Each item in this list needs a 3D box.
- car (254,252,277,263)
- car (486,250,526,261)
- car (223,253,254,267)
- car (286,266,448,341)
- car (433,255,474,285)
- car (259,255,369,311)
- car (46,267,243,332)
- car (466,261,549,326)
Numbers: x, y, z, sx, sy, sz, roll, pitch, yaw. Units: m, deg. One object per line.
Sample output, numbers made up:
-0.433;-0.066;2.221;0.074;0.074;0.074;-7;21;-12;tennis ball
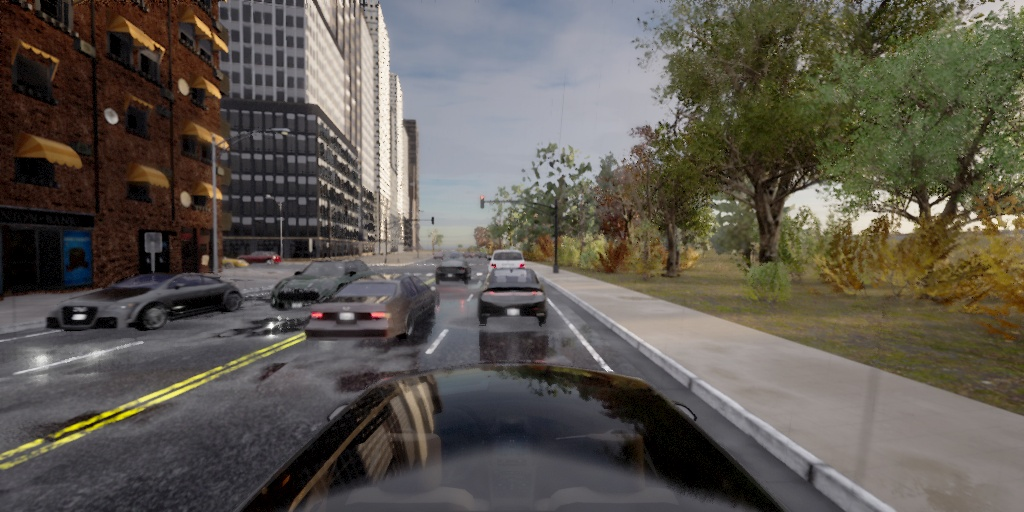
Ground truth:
-28.675;0.197;40.606;4.097;1.591;1.967;0;0;-11;car
-0.315;0.642;22.111;2.150;2.045;5.566;0;1;-2;car
-26.650;0.462;32.293;4.829;1.417;1.751;0;0;-11;car
-3.225;1.174;9.441;2.033;1.411;5.357;0;1;-1;car
-3.588;0.892;22.554;1.882;1.535;5.008;0;1;-3;car
-6.741;0.916;13.394;2.097;1.767;4.553;0;1;-1;car
-9.935;1.182;10.197;1.994;1.385;4.181;0;1;-1;car
-0.007;1.093;11.017;2.128;1.511;4.902;0;1;-1;car
